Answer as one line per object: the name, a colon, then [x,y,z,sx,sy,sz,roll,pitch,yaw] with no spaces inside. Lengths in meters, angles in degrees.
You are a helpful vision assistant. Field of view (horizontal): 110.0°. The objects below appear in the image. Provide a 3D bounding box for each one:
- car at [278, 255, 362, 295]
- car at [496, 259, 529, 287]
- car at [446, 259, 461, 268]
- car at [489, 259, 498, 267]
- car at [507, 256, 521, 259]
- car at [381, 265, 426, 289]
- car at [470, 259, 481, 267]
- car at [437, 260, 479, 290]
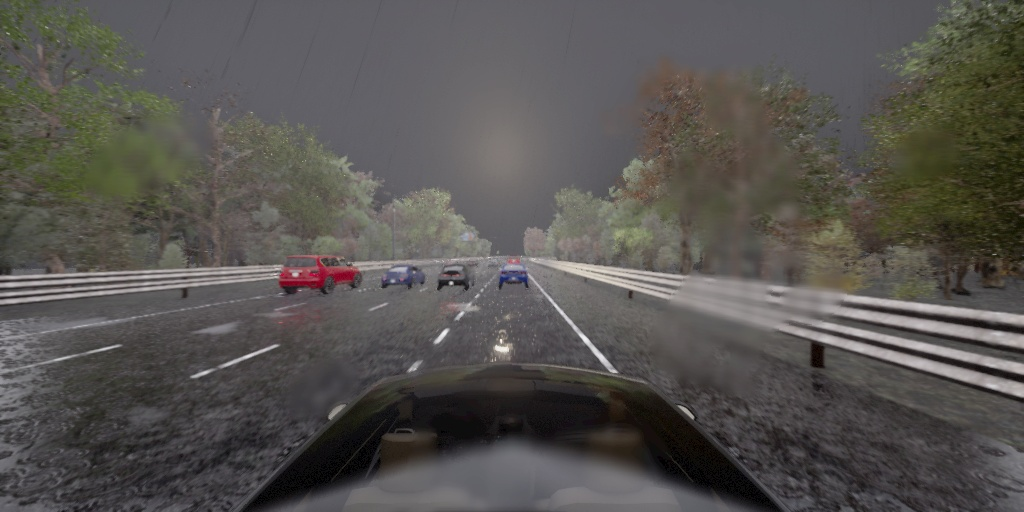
car: [-10.406,0.971,19.936,2.150,2.045,5.566,0,0,0]
car: [0.110,1.225,24.538,1.882,1.535,5.008,0,0,0]
car: [-10.199,1.315,62.602,1.994,1.385,4.181,0,0,0]
car: [-3.185,1.298,63.993,2.033,1.411,5.357,0,0,0]
car: [0.306,0.973,63.384,2.150,2.045,5.566,0,0,0]
car: [-6.895,1.273,23.083,1.812,1.442,4.674,0,0,0]
car: [-6.695,1.257,63.166,1.837,1.490,4.892,0,0,0]
car: [-3.398,1.254,22.496,1.837,1.490,4.892,0,1,0]
